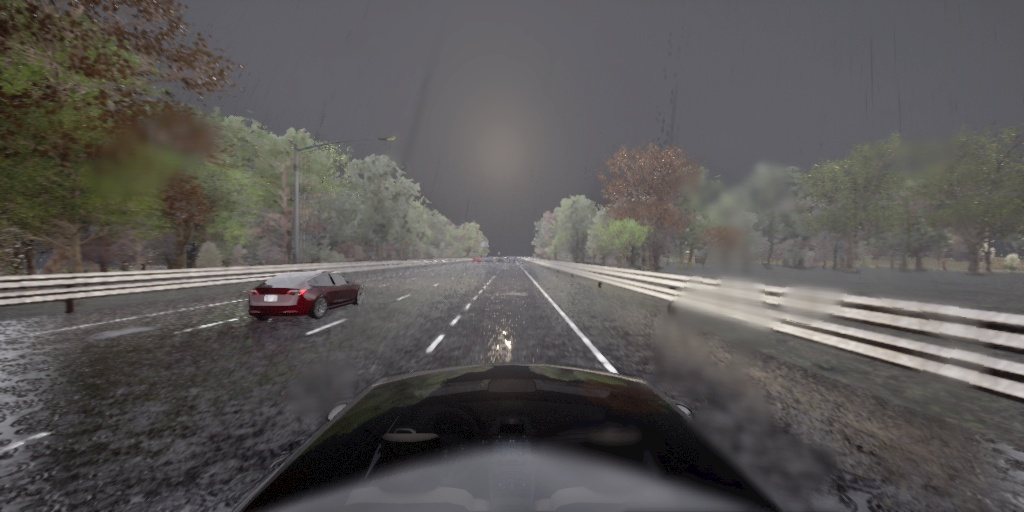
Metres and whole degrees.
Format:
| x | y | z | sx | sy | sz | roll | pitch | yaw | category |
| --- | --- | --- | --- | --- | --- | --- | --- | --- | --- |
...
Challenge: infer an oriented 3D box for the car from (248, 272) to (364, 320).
| x | y | z | sx | sy | sz | roll | pitch | yaw | category |
| --- | --- | --- | --- | --- | --- | --- | --- | --- | --- |
| -7.001 | 1.274 | 12.750 | 2.163 | 1.488 | 4.792 | 0 | 0 | 0 | car |
